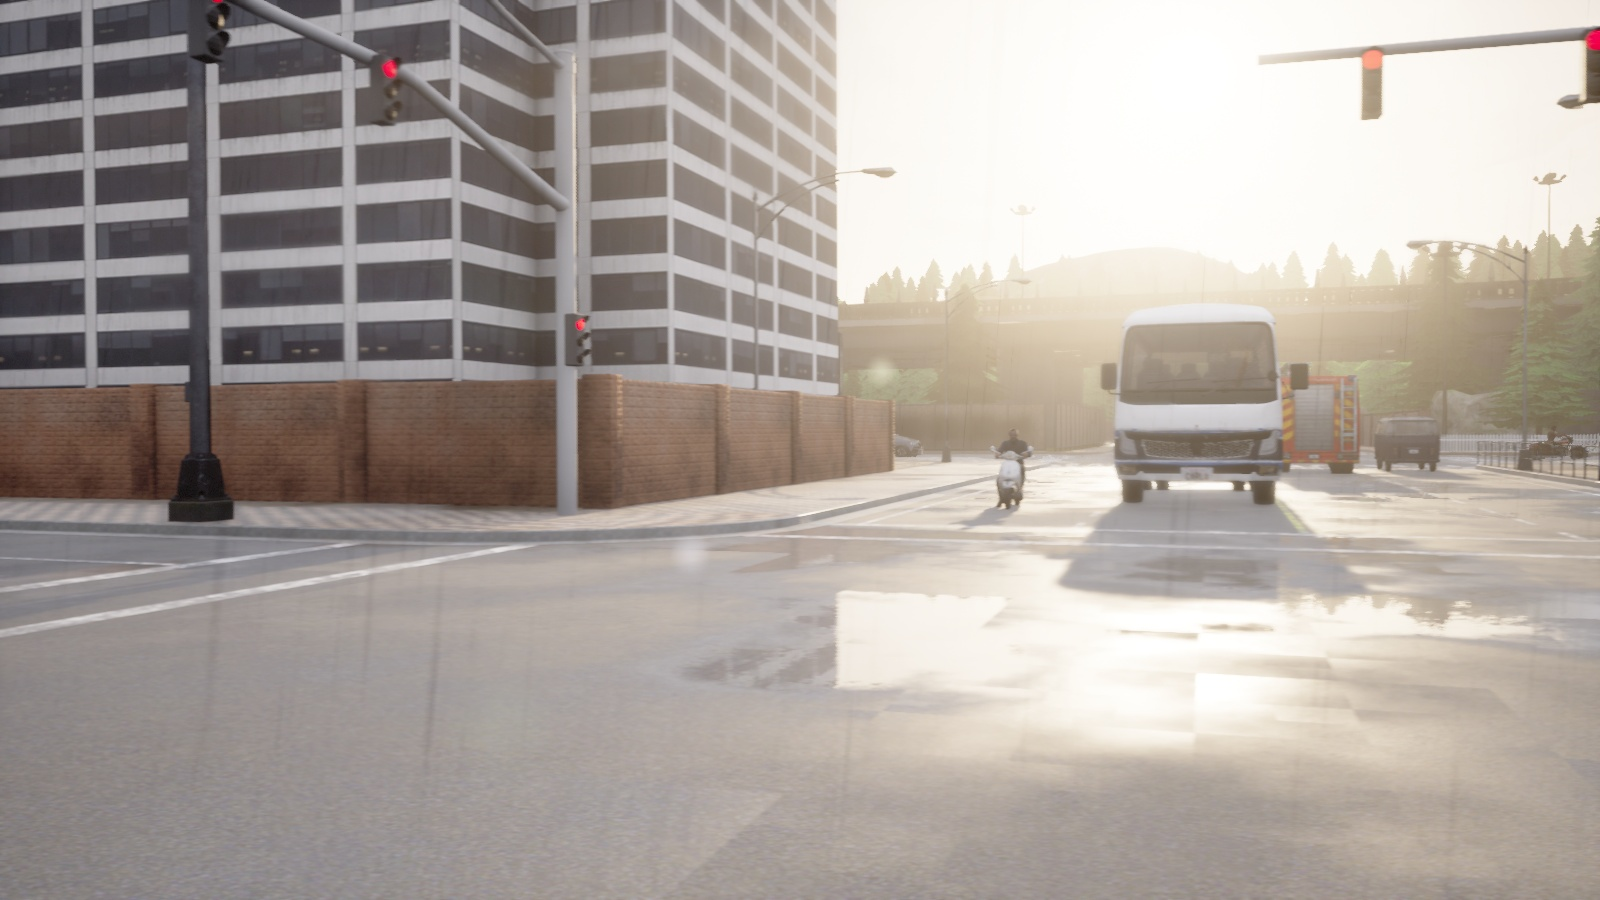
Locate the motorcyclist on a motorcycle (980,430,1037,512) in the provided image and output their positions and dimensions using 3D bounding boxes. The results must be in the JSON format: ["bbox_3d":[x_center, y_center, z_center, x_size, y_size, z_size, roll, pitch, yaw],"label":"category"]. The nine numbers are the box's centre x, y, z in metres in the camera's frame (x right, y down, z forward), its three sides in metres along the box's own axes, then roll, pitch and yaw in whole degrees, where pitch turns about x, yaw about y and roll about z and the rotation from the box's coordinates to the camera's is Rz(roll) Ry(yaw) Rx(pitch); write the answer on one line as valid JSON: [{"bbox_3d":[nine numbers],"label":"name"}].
[{"bbox_3d":[4.207,0.392,25.239,0.866,1.590,1.817,1,1,18],"label":"motorcyclist on a motorcycle"}]

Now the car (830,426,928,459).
[{"bbox_3d":[4.090,-0.411,65.005,4.611,1.667,2.242,1,1,18],"label":"car"}]

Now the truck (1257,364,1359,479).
[{"bbox_3d":[18.569,-1.011,46.350,2.891,3.827,8.468,1,1,18],"label":"truck"}]

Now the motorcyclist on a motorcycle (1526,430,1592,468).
[{"bbox_3d":[33.429,-0.036,55.312,2.350,1.649,0.766,0,2,12],"label":"motorcyclist on a motorcycle"}]

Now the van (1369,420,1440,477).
[{"bbox_3d":[22.238,-0.079,46.321,1.775,1.987,4.442,1,1,18],"label":"van"}]

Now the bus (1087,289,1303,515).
[{"bbox_3d":[9.196,-0.982,29.144,3.944,4.253,10.273,1,1,18],"label":"bus"}]
